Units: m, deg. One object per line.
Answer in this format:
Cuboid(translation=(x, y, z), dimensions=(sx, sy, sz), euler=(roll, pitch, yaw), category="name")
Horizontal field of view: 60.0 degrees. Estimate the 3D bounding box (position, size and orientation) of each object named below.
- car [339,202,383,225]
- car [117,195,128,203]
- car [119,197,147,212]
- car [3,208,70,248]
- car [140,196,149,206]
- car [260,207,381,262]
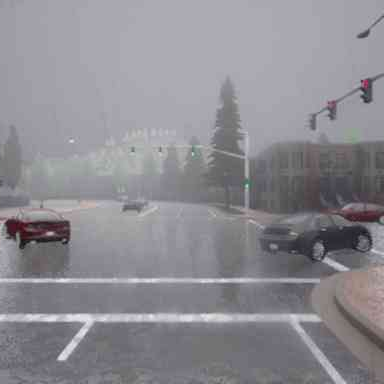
Cuboid(translation=(11.473, 1.466, 23.329), dimensions=(5.008, 1.535, 1.882), euler=(0, 0, 0), category="car")
Cuboid(translation=(-13.835, 1.462, 67.610), dimensions=(1.837, 1.490, 4.892), euler=(0, 0, -32), category="car")
Cuboid(translation=(-6.755, 1.580, 38.521), dimensions=(1.895, 1.301, 4.718), euler=(0, 0, -1), category="car")
Cuboid(translation=(-7.023, 1.470, 14.882), dimensions=(1.882, 1.535, 5.008), euler=(1, -1, -37), category="car")
Cuboid(translation=(-8.048, 1.464, 53.366), dimensions=(2.128, 1.511, 4.902), euler=(0, 0, -13), category="car")
Cuboid(translation=(4.590, 1.501, 12.097), dimensions=(4.892, 1.490, 1.837), euler=(0, -3, -36), category="car")
